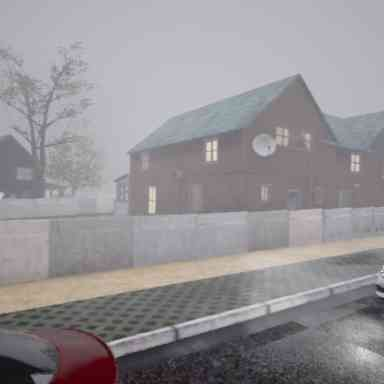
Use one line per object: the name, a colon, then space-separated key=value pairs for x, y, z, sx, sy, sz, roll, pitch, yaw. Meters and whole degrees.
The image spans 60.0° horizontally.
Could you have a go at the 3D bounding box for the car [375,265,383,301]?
car: x=5.806 y=1.577 z=7.074 sx=4.674 sy=1.442 sz=1.812 roll=1 pitch=0 yaw=-34

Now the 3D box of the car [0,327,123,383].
car: x=-2.480 y=1.496 z=1.316 sx=4.674 sy=1.442 sz=1.812 roll=1 pitch=0 yaw=-36
